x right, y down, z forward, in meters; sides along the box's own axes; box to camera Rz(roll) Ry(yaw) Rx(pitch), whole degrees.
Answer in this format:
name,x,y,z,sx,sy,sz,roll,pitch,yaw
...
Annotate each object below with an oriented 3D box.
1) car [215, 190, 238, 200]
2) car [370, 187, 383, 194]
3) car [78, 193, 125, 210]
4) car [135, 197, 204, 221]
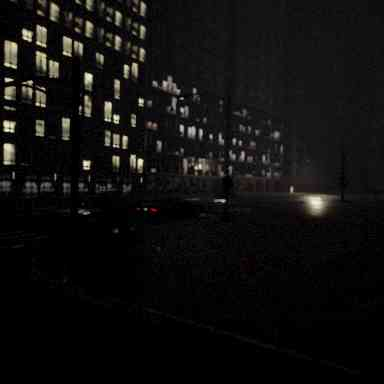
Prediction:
name,x,y,z,sx,sy,sz,roll,pitch,yaw
car,5.119,0.381,48.656,1.994,1.385,4.181,2,2,35
car,46.975,-0.246,83.133,5.008,1.535,1.882,-1,2,-43
car,-8.008,0.760,29.560,1.994,1.385,4.181,2,2,34
car,-1.351,1.050,21.850,2.033,1.411,5.357,2,2,34
